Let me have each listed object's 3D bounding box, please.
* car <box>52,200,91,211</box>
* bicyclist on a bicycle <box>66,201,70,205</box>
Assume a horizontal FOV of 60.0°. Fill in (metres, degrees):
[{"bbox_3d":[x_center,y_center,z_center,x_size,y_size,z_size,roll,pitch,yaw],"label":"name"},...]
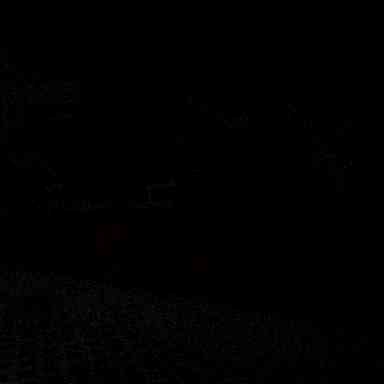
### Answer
[{"bbox_3d":[-12.015,1.819,31.750,2.150,2.045,5.566,-3,-2,23],"label":"car"},{"bbox_3d":[-8.835,1.507,24.097,1.656,1.620,0.582,-3,-2,22],"label":"bicyclist on a bicycle"}]
